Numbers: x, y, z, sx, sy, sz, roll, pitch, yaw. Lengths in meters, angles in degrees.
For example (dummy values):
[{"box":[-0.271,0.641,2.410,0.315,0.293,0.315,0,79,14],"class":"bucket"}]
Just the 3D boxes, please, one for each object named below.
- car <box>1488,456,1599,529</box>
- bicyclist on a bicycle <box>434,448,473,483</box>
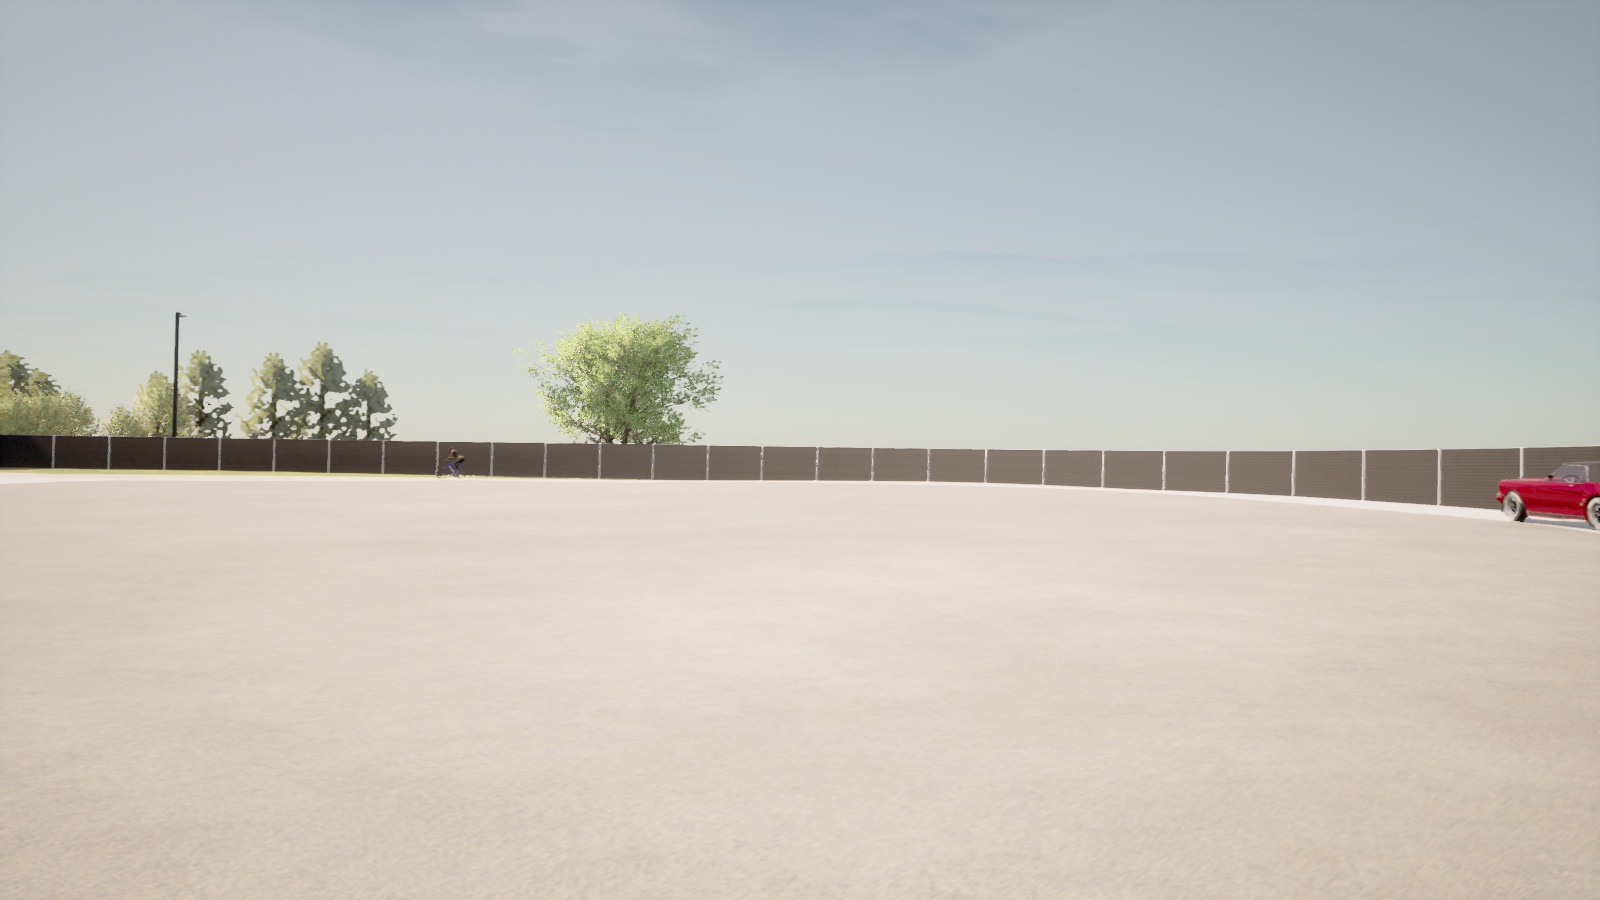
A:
[{"box":[15.576,0.796,24.408,1.895,1.301,4.718,1,0,1],"class":"car"},{"box":[-15.889,0.713,57.626,1.656,1.620,0.582,0,-1,10],"class":"bicyclist on a bicycle"}]
